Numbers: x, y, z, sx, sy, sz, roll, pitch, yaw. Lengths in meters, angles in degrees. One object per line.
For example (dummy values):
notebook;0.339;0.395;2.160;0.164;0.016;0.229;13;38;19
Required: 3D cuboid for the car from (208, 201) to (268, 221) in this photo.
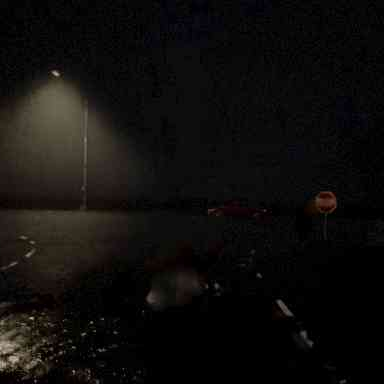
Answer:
car;3.649;1.465;26.516;4.674;1.442;1.812;2;1;0
